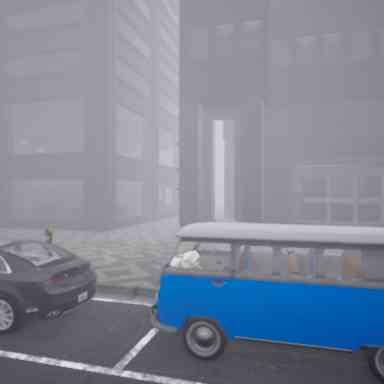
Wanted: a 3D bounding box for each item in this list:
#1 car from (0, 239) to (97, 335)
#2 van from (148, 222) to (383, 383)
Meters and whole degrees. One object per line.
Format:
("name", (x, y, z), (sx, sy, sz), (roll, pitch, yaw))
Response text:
("car", (-3.995, 1.586, 6.373), (4.403, 1.369, 2.008), (0, 0, 16))
("van", (1.423, 1.366, 4.821), (3.998, 1.788, 1.690), (0, 0, 16))
